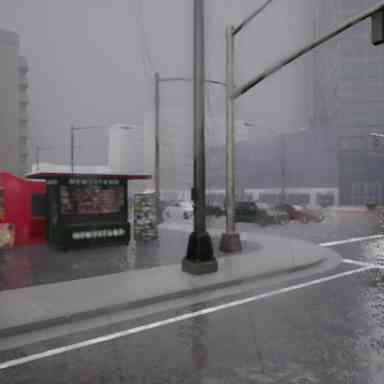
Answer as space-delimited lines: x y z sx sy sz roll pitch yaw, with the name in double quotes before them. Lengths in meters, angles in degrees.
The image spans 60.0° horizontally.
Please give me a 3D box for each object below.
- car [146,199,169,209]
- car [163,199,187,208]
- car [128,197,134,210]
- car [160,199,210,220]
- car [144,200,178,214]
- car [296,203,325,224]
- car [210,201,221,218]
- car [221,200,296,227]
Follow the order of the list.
"car" -5.852 1.976 55.665 1.812 1.442 4.674 0 -1 -36
"car" -3.024 1.942 57.730 1.837 1.490 4.892 0 -1 -36
"car" -10.080 1.945 49.327 1.837 1.490 4.892 0 -1 -35
"car" -0.739 1.674 30.379 1.812 1.442 4.674 0 -1 -36
"car" -3.851 1.787 40.658 1.837 1.490 4.892 0 -1 -36
"car" 7.558 1.554 24.913 1.812 1.442 4.674 0 0 -36
"car" 2.121 1.626 32.420 2.128 1.511 4.902 0 -1 -36
"car" 4.518 1.394 23.140 2.097 1.767 4.553 0 0 -36
